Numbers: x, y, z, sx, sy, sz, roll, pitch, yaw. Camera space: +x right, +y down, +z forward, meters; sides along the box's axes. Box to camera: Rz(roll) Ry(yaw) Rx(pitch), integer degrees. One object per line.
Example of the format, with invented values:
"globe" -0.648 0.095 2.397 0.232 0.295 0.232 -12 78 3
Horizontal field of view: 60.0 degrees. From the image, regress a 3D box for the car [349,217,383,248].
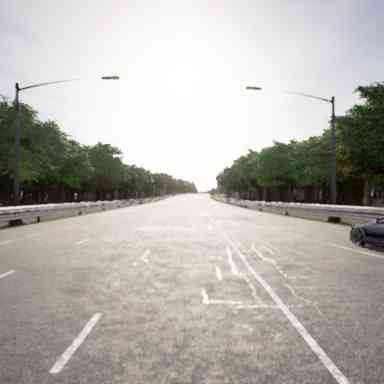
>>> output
"car" 8.073 1.575 12.849 1.994 1.385 4.181 0 -1 -9
